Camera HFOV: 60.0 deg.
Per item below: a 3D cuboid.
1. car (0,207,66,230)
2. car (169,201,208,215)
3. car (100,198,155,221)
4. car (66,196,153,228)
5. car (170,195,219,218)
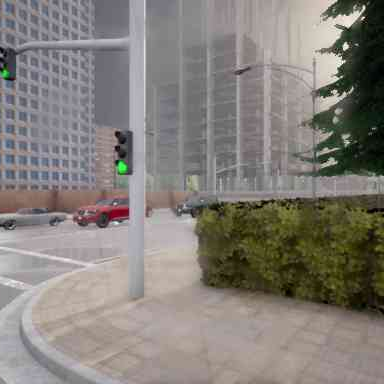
[{"bbox_3d":[-10.750,1.656,21.801,1.895,1.301,4.718,0,0,35],"label":"car"},{"bbox_3d":[-0.309,1.656,36.444,1.895,1.301,4.718,0,0,36],"label":"car"},{"bbox_3d":[-5.536,1.407,29.130,2.097,1.767,4.553,0,0,35],"label":"car"},{"bbox_3d":[-5.508,1.277,23.168,2.150,2.045,5.566,0,0,33],"label":"car"},{"bbox_3d":[0.528,1.277,31.595,2.150,2.045,5.566,0,0,36],"label":"car"}]
